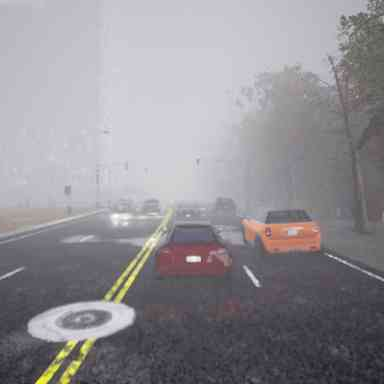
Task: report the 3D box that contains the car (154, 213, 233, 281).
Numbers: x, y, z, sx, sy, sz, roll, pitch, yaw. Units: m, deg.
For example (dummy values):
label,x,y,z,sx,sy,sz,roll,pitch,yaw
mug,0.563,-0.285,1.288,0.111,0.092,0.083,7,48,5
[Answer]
label,x,y,z,sx,sy,sz,roll,pitch,yaw
car,0.022,1.536,9.807,1.994,1.385,4.181,0,0,-1

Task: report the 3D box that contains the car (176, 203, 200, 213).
label,x,y,z,sx,sy,sz,roll,pitch,yaw
car,-0.346,1.523,27.611,1.895,1.301,4.718,0,0,-2

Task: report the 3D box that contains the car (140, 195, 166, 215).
label,x,y,z,sx,sy,sz,roll,pitch,yaw
car,-3.925,1.386,32.859,1.882,1.535,5.008,0,0,-2

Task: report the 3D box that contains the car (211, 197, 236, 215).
label,x,y,z,sx,sy,sz,roll,pitch,yaw
car,2.848,1.211,30.515,1.882,1.535,5.008,3,-2,-1

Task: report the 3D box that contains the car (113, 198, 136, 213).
label,x,y,z,sx,sy,sz,roll,pitch,yaw
car,-7.262,1.394,35.967,2.128,1.511,4.902,0,0,-2

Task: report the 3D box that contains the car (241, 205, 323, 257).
label,x,y,z,sx,sy,sz,roll,pitch,yaw
car,3.228,1.279,12.881,2.097,1.767,4.553,-3,1,-1
